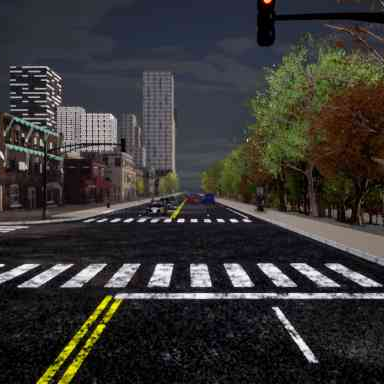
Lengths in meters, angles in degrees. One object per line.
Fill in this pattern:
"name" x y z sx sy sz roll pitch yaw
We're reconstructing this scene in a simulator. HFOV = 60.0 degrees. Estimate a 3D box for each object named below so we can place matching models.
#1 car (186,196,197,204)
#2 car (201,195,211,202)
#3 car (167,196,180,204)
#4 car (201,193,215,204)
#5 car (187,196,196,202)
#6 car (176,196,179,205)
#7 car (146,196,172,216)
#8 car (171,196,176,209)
"car" -0.043 1.538 64.199 1.994 1.385 4.181 0 0 -1
"car" 3.072 1.446 74.393 1.882 1.535 5.008 0 0 0
"car" -3.443 1.466 63.548 2.128 1.511 4.902 0 0 1
"car" 3.200 1.196 63.818 2.150 2.045 5.566 0 0 0
"car" -0.172 1.522 74.151 1.994 1.385 4.181 0 0 0
"car" -3.457 1.485 53.157 1.837 1.490 4.892 0 0 0
"car" -3.422 1.481 32.968 2.128 1.511 4.902 0 0 0
"car" -3.440 1.489 43.017 1.837 1.490 4.892 0 0 0
